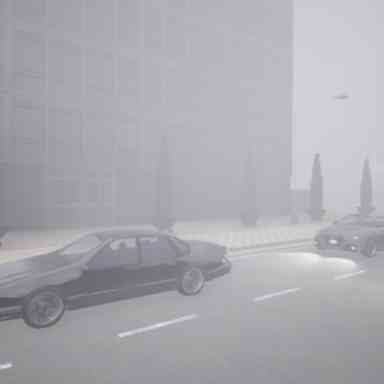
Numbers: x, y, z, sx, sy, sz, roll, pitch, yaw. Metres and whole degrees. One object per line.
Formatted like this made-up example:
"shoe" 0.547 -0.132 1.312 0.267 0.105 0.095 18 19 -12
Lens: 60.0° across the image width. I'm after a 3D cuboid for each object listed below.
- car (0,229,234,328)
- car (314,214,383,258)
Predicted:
"car" -1.573 1.555 7.165 5.357 1.411 2.033 0 0 -35
"car" 6.657 1.591 13.035 4.181 1.385 1.994 0 0 -36
